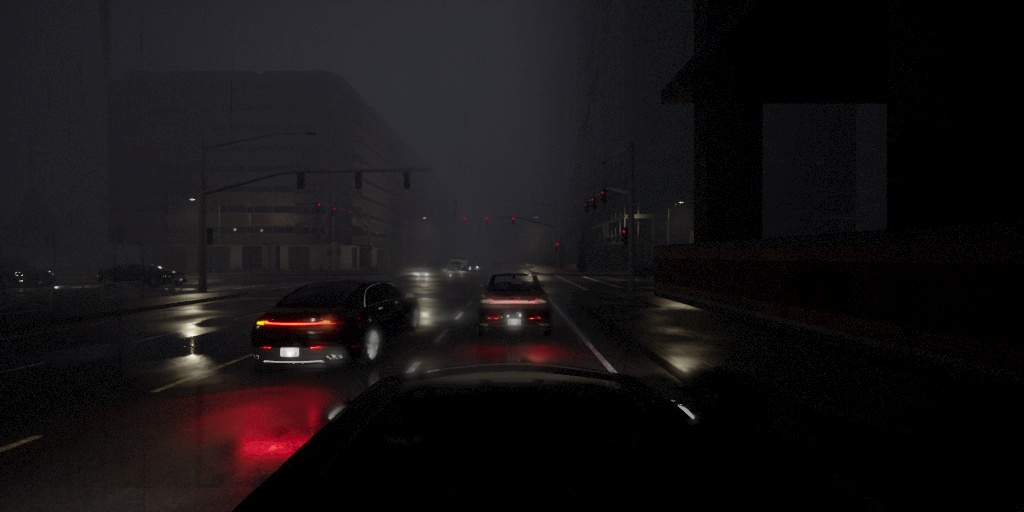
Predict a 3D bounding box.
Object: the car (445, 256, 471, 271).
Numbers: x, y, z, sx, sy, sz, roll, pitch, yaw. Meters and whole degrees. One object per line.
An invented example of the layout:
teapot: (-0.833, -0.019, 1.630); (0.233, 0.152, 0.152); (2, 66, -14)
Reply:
car: (-7.483, 0.974, 50.268); (2.150, 2.045, 5.566); (0, 0, 0)

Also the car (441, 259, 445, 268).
car: (-10.944, 1.227, 56.933); (1.882, 1.535, 5.008); (0, 0, 1)

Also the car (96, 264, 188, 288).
car: (-24.325, 1.297, 23.697); (4.902, 1.511, 2.128); (0, 0, 0)

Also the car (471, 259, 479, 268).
car: (-7.382, 1.297, 61.297); (2.033, 1.411, 5.357); (0, 0, 1)

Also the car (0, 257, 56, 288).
car: (-33.392, 1.157, 23.716); (4.553, 1.767, 2.097); (0, 0, 0)

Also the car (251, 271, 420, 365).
car: (-3.451, 1.255, 8.018); (1.837, 1.490, 4.892); (0, 0, 0)

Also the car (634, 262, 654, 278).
car: (13.951, 1.297, 34.326); (4.902, 1.511, 2.128); (0, 0, 0)

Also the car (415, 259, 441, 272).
car: (-10.961, 1.243, 45.647); (2.128, 1.511, 4.902); (0, 0, 0)

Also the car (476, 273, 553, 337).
car: (0.060, 1.241, 10.337); (2.128, 1.511, 4.902); (0, 0, 0)
